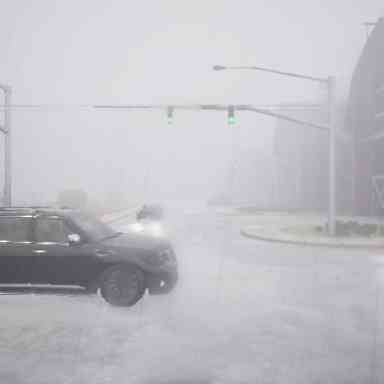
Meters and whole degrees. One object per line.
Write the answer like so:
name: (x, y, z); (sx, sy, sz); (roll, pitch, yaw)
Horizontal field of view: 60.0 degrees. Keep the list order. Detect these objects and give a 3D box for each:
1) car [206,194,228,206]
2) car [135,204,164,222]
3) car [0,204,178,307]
car: (4.263, 1.381, 57.080); (1.905, 1.878, 3.866); (-7, 3, -42)
car: (-3.531, 1.716, 28.507); (1.895, 1.301, 4.718); (0, 0, 0)
car: (-3.105, 1.392, 7.629); (5.566, 2.045, 2.150); (0, 0, 1)
